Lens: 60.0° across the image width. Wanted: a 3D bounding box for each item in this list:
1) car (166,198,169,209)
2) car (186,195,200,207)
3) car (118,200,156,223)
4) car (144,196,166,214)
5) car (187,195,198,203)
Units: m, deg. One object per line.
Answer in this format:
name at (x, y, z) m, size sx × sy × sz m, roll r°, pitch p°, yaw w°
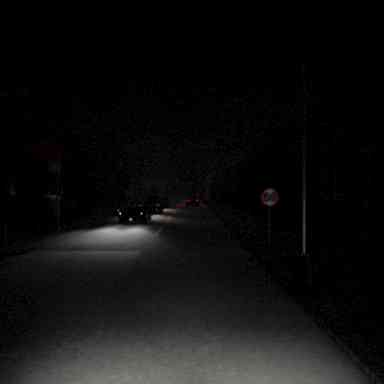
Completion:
car at (-4.043, 1.376, 43.586) m, size 1.812 × 1.442 × 4.674 m, roll 0°, pitch 0°, yaw 0°
car at (0.128, 1.359, 48.571) m, size 1.812 × 1.442 × 4.674 m, roll 0°, pitch 0°, yaw 0°
car at (-4.090, 1.516, 24.470) m, size 1.895 × 1.301 × 4.718 m, roll 0°, pitch 0°, yaw 0°
car at (-4.077, 1.237, 33.431) m, size 2.097 × 1.767 × 4.553 m, roll 0°, pitch 0°, yaw 0°
car at (0.141, 1.326, 64.275) m, size 2.033 × 1.411 × 5.357 m, roll 0°, pitch 0°, yaw 0°
